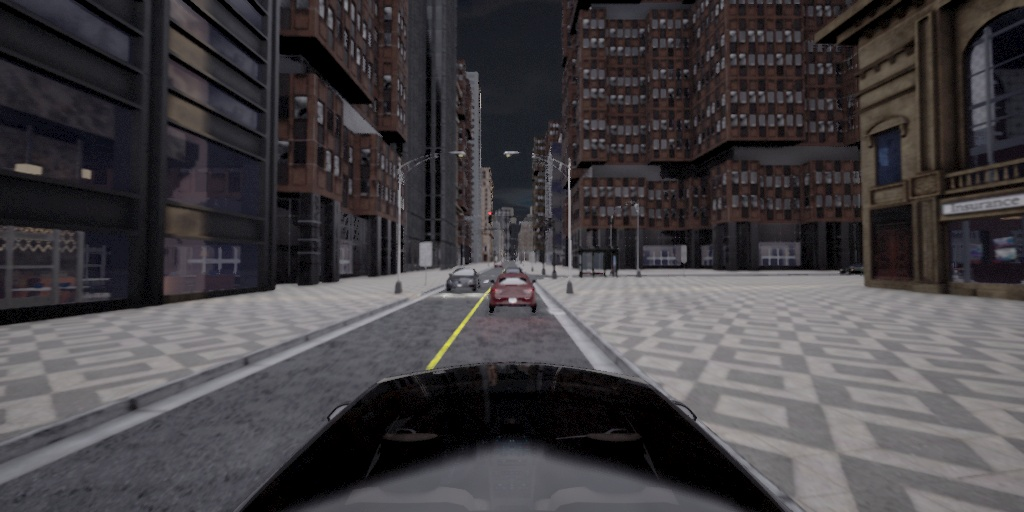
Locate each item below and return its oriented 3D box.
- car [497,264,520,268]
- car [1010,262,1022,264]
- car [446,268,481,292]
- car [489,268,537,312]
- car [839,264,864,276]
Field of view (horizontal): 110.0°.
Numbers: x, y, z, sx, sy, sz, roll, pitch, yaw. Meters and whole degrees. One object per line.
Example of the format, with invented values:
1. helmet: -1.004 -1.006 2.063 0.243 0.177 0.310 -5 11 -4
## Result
1. car: 0.120 1.583 28.487 1.994 1.385 4.181 0 -1 2
2. car: 51.710 1.325 37.150 4.181 1.385 1.994 0 -1 0
3. car: -3.047 1.493 23.306 1.812 1.442 4.674 0 -1 1
4. car: 0.050 1.409 14.897 1.812 1.442 4.674 0 0 1
5. car: 36.946 1.451 37.132 4.718 1.301 1.895 0 -1 0
